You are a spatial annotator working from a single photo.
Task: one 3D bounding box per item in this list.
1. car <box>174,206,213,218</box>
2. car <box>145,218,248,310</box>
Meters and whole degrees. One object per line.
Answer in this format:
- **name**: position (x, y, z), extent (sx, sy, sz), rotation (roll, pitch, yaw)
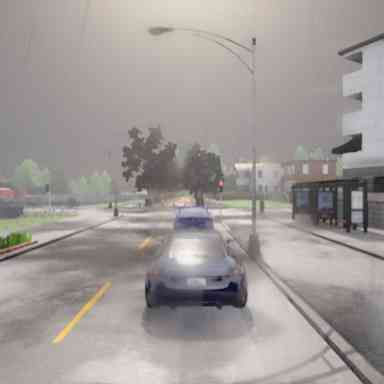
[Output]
- **car**: position (0.074, 1.456, 16.867), extent (1.882, 1.535, 5.008), rotation (0, 0, 0)
- **car**: position (0.087, 1.554, 7.885), extent (1.994, 1.385, 4.181), rotation (0, 0, 0)
